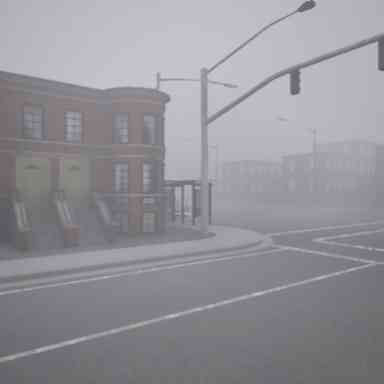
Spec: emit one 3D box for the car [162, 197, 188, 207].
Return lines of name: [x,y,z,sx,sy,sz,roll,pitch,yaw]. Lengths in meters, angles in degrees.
car: [-2.737,1.546,52.795,1.895,1.301,4.718,0,0,-35]

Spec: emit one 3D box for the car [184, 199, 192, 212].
car: [-1.065,1.484,38.188,1.812,1.442,4.674,0,0,-36]
